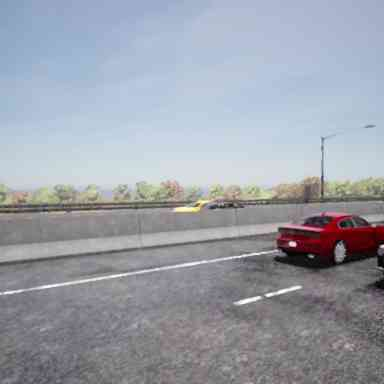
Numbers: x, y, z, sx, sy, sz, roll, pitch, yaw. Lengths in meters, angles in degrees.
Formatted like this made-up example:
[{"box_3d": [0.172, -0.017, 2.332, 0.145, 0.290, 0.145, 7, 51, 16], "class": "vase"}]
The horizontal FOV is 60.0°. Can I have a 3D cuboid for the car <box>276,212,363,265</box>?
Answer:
[{"box_3d": [5.120, 1.457, 11.700, 5.008, 1.535, 1.882, 0, 0, -36], "class": "car"}]

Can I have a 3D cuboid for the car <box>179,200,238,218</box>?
[{"box_3d": [1.575, 1.511, 30.878, 5.357, 1.411, 2.033, 0, 0, -35], "class": "car"}]

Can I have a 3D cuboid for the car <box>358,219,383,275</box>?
[{"box_3d": [6.608, 1.472, 8.463, 4.902, 1.511, 2.128, 0, 0, -36], "class": "car"}]

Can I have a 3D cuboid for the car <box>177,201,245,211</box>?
[{"box_3d": [1.711, 1.478, 22.399, 4.892, 1.490, 1.837, 0, 0, -35], "class": "car"}]

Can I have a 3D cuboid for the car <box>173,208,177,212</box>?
[{"box_3d": [0.781, 1.448, 26.031, 5.008, 1.535, 1.882, 0, 0, -35], "class": "car"}]
